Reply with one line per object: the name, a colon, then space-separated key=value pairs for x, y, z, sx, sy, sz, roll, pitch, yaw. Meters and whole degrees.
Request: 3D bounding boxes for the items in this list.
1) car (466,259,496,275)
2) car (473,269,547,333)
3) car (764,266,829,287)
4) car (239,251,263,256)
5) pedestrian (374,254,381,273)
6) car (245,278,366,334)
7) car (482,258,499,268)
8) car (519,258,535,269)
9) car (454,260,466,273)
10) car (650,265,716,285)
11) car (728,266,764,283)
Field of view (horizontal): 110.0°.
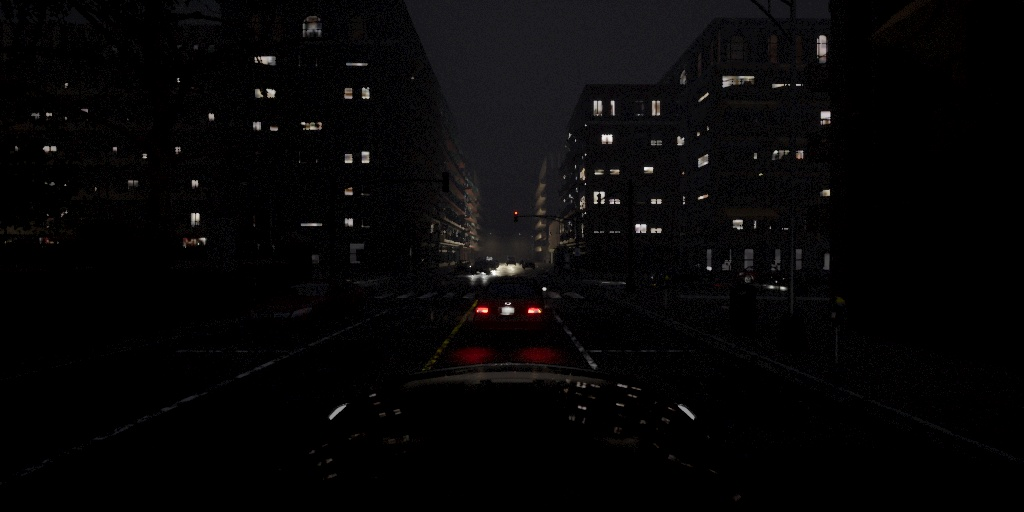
car: x=-3.331 y=1.296 z=39.499 sx=2.033 sy=1.411 sz=5.357 roll=0 pitch=0 yaw=4
car: x=0.056 y=1.297 z=10.759 sx=2.033 sy=1.411 sz=5.357 roll=0 pitch=0 yaw=3
car: x=23.974 y=1.740 z=28.942 sx=5.357 sy=1.411 sz=2.033 roll=1 pitch=0 yaw=-1
car: x=-17.597 y=0.694 z=25.126 sx=5.566 sy=2.045 sz=2.150 roll=1 pitch=0 yaw=-1
pedestrian: x=-12.794 y=0.652 z=33.932 sx=0.375 sy=1.860 sz=0.375 roll=0 pitch=-1 yaw=-1
car: x=-5.710 y=1.331 z=10.547 sx=1.802 sy=1.307 sz=4.207 roll=0 pitch=0 yaw=0
car: x=-3.213 y=1.350 z=51.465 sx=1.895 sy=1.301 sz=4.718 roll=0 pitch=0 yaw=0
car: x=2.556 y=1.299 z=54.252 sx=2.007 sy=1.370 sz=4.403 roll=0 pitch=0 yaw=0
car: x=-5.794 y=1.188 z=42.958 sx=1.967 sy=1.591 sz=4.097 roll=0 pitch=0 yaw=0
car: x=13.700 y=1.502 z=28.790 sx=4.902 sy=1.511 sz=2.128 roll=1 pitch=0 yaw=-1
car: x=21.305 y=1.571 z=31.465 sx=4.097 sy=1.591 sz=1.967 roll=0 pitch=0 yaw=-1
